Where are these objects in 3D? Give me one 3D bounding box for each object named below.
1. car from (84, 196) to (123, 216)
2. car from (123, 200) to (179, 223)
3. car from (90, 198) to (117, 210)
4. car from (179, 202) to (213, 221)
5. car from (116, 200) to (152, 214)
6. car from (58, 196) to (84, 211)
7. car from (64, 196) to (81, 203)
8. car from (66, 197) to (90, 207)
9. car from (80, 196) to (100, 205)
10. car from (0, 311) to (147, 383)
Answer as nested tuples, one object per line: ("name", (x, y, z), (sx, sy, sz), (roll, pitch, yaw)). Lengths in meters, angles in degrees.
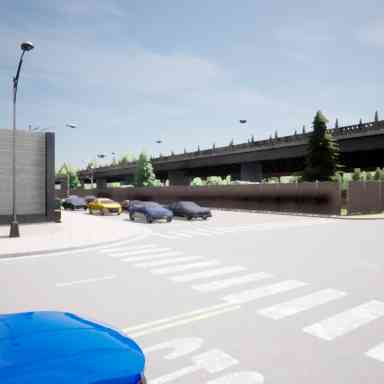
("car", (-8.575, 1.422, 32.515), (1.882, 1.535, 5.008), (0, 0, -36))
("car", (-3.209, 1.470, 25.009), (1.812, 1.442, 4.674), (0, 0, -36))
("car", (-11.430, 1.470, 42.557), (1.812, 1.442, 4.674), (0, 0, -36))
("car", (-0.607, 1.492, 27.380), (2.033, 1.411, 5.357), (0, 0, -36))
("car", (-6.176, 1.545, 35.183), (1.895, 1.301, 4.718), (0, 0, -35))
("car", (-14.270, 1.492, 40.495), (2.033, 1.411, 5.357), (0, 0, -35))
("car", (-23.745, 1.469, 65.948), (1.812, 1.442, 4.674), (0, 0, -36))
("car", (-17.574, 1.492, 51.160), (2.033, 1.411, 5.357), (0, 0, -35))
("car", (-17.819, 1.422, 57.828), (1.882, 1.535, 5.008), (0, 0, -36))
("car", (-2.633, 1.478, 1.896), (5.008, 1.535, 1.882), (0, 0, -36))
